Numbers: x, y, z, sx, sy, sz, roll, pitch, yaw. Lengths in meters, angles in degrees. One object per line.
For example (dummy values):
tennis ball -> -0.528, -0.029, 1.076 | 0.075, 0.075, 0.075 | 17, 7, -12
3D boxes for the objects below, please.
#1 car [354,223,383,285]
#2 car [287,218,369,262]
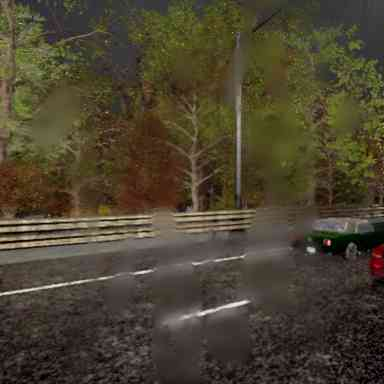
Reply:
car -> 6.187, 1.534, 8.218 | 4.674, 1.442, 1.812 | 0, 0, -36
car -> 5.705, 1.612, 12.197 | 4.718, 1.301, 1.895 | 0, 0, -36
